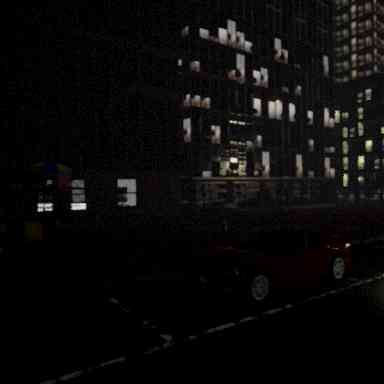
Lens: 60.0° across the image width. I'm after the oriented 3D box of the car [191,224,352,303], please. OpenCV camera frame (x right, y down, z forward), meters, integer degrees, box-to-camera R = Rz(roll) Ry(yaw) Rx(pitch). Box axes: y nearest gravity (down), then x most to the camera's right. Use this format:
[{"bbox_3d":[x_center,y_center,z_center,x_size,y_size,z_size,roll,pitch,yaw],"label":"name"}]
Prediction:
[{"bbox_3d":[2.042,1.502,8.040,4.507,1.381,1.887,0,-1,-36],"label":"car"}]
